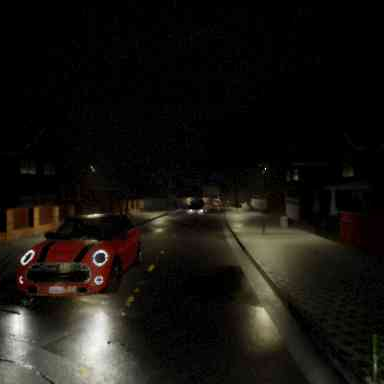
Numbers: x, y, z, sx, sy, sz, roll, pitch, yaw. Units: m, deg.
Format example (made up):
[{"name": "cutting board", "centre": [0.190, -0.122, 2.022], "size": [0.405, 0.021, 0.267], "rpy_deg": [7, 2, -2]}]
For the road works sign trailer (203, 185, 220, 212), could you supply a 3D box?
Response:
[{"name": "road works sign trailer", "centre": [2.734, 0.885, 45.891], "size": [2.380, 3.560, 2.880], "rpy_deg": [0, -1, 7]}]

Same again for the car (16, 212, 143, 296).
[{"name": "car", "centre": [-2.704, 1.419, 9.016], "size": [2.097, 1.767, 4.553], "rpy_deg": [0, 0, 1]}]

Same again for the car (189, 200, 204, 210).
[{"name": "car", "centre": [0.804, 1.963, 52.647], "size": [1.882, 1.535, 5.008], "rpy_deg": [0, -1, 8]}]
